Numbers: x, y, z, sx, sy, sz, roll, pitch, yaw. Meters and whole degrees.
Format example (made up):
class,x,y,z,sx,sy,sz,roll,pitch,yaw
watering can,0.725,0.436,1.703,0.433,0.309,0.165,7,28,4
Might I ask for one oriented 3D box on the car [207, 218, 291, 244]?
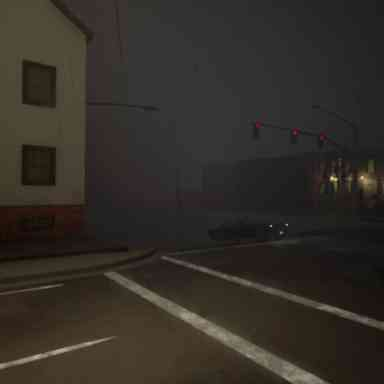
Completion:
class,x,y,z,sx,sy,sz,roll,pitch,yaw
car,3.114,2.138,18.805,1.895,1.301,4.718,2,-10,-42
